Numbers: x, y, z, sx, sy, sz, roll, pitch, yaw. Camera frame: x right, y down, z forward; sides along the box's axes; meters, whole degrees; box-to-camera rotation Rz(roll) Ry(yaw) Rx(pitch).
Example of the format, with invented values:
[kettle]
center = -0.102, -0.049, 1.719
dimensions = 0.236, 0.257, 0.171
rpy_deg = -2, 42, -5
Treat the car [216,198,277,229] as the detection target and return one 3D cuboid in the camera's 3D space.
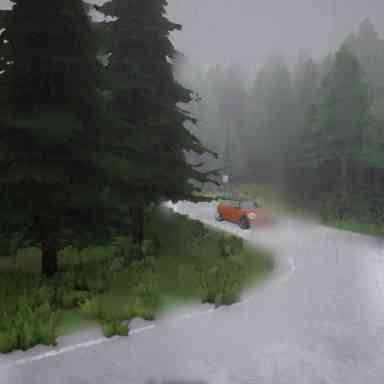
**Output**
[car]
center = 3.377, 1.239, 21.128
dimensions = 2.097, 1.767, 4.553
rpy_deg = 0, 4, -25
